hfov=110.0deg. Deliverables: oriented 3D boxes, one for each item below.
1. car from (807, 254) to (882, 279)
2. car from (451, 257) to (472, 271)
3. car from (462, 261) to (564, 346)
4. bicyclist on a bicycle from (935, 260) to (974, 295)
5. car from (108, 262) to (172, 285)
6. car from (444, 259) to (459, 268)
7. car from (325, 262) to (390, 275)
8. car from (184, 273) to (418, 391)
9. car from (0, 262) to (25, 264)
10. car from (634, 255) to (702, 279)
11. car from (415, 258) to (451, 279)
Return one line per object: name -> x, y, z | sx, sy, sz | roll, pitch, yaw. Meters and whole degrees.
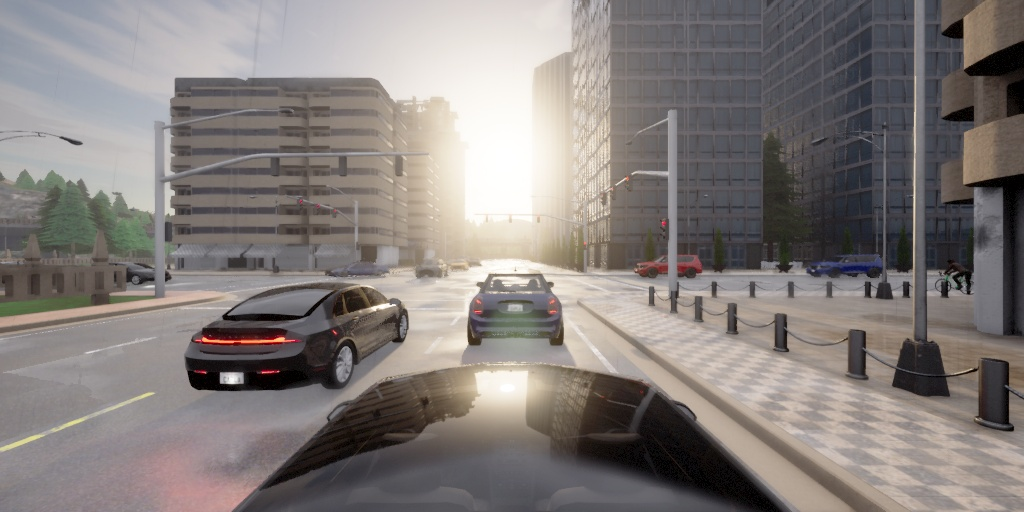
car -> 29.186, 0.907, 31.432 | 5.566, 2.045, 2.150 | -1, 0, 0
car -> -7.044, 1.227, 48.361 | 1.882, 1.535, 5.008 | 0, 0, 0
car -> 0.090, 1.102, 9.603 | 2.097, 1.767, 4.553 | 0, 0, 0
bicyclist on a bicycle -> 21.018, 0.996, 17.004 | 0.582, 1.620, 1.656 | 0, 0, 0
car -> -26.505, 1.199, 24.902 | 4.892, 1.490, 1.837 | 0, 0, 4
car -> -10.493, 1.275, 62.655 | 1.812, 1.442, 4.674 | 0, 0, 0
car -> -13.964, 1.252, 32.799 | 5.357, 1.411, 2.033 | 0, 1, -44
car -> -3.427, 1.255, 6.831 | 1.837, 1.490, 4.892 | 0, 0, 0
car -> -36.408, 1.199, 26.247 | 4.892, 1.490, 1.837 | 0, 0, 15
car -> 13.707, 0.917, 31.536 | 5.566, 2.045, 2.150 | 0, 0, 0
car -> -7.066, 1.060, 31.801 | 2.097, 1.767, 4.553 | 0, 0, 0
